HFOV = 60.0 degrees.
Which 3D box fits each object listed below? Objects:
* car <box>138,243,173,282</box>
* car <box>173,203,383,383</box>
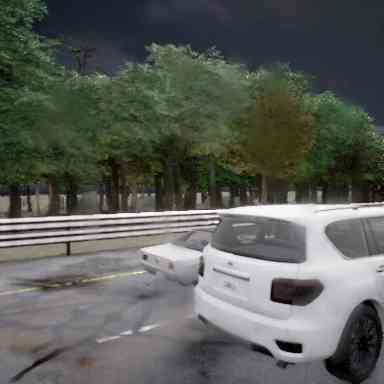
[{"bbox_3d":[1.095,1.593,8.822,4.718,1.301,1.895,0,0,-35],"label":"car"},{"bbox_3d":[2.647,1.215,5.631,5.566,2.045,2.150,0,0,-35],"label":"car"}]
